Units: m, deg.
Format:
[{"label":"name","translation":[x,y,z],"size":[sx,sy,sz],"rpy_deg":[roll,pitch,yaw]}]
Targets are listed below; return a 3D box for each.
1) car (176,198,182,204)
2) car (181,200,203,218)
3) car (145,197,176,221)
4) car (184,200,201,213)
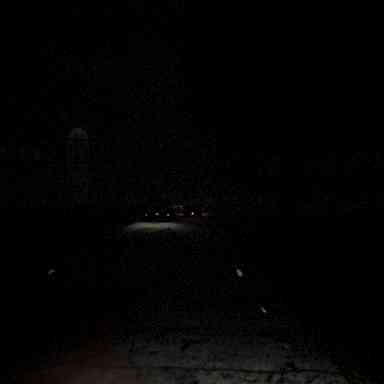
[{"label":"car","translation":[-2.807,2.063,70.836],"size":[1.812,1.442,4.674],"rpy_deg":[0,-1,0]},{"label":"car","translation":[0.084,1.819,34.236],"size":[1.837,1.490,4.892],"rpy_deg":[0,-1,1]},{"label":"car","translation":[-2.863,1.495,30.182],"size":[2.150,2.045,5.566],"rpy_deg":[0,-1,0]},{"label":"car","translation":[0.064,1.914,44.627],"size":[2.128,1.511,4.902],"rpy_deg":[0,-1,0]}]
